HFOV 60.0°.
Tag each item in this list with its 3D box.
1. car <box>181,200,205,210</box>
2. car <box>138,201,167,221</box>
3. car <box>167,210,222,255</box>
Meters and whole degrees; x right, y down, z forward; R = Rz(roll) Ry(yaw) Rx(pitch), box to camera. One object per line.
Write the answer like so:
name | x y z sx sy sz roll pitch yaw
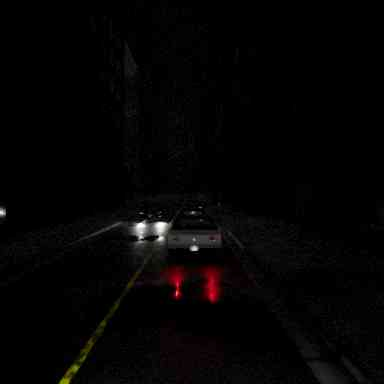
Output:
car | 0.087 1.476 29.673 2.128 1.511 4.902 0 0 0
car | -3.101 1.493 26.776 1.837 1.490 4.892 0 0 0
car | 0.088 1.595 13.309 1.895 1.301 4.718 0 0 0
